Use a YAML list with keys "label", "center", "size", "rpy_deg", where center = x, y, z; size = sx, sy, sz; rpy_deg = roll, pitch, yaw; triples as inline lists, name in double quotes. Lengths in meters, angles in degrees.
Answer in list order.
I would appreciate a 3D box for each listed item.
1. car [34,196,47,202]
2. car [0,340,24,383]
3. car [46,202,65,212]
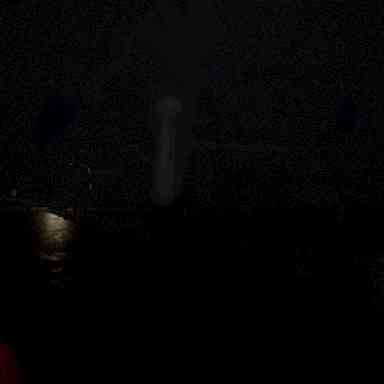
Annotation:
- label: "car"
  center: [-37.793, 1.826, 83.826]
  size: [1.882, 1.535, 5.008]
  rpy_deg: [2, -1, -31]
- label: "car"
  center: [-2.822, 1.360, 0.915]
  size: [4.553, 1.767, 2.097]
  rpy_deg: [1, -1, -31]
- label: "car"
  center: [-19.437, 2.112, 48.184]
  size: [1.895, 1.301, 4.718]
  rpy_deg: [2, -1, -31]
